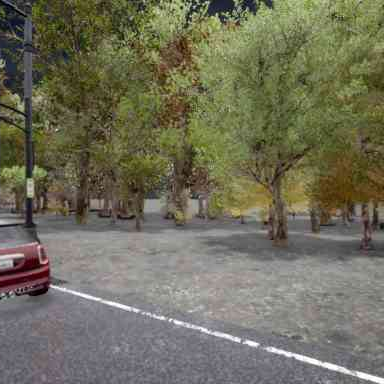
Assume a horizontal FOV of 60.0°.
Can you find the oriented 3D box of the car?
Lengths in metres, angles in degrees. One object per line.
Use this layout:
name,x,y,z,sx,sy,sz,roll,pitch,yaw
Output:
car,-5.195,1.351,7.379,4.553,1.767,2.097,0,1,35
